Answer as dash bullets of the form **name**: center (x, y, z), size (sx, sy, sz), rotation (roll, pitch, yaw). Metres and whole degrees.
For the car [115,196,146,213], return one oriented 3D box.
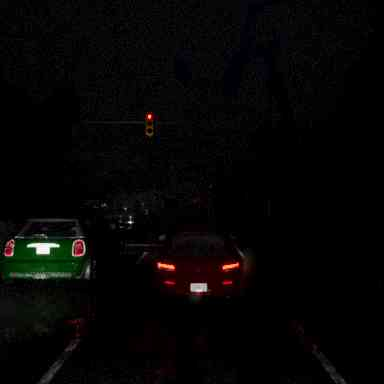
- **car**: center (-6.841, 1.487, 37.003), size (2.128, 1.511, 4.902), rotation (0, 0, 2)

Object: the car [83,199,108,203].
- **car**: center (-10.367, 1.473, 35.428), size (1.882, 1.535, 5.008), rotation (0, 0, 1)

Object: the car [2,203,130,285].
- **car**: center (-3.360, 1.351, 9.659), size (2.097, 1.767, 4.553), rotation (0, 0, 0)

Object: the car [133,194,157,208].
- **car**: center (-6.751, 1.485, 48.259), size (2.128, 1.511, 4.902), rotation (0, 0, 1)

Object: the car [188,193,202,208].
- **car**: center (0.443, 1.346, 48.716), size (2.097, 1.767, 4.553), rotation (0, 0, 0)

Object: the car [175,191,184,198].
- **car**: center (-2.927, 0.501, 76.557), size (2.128, 1.511, 4.902), rotation (0, 3, 0)

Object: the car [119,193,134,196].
- **car**: center (-10.220, 1.210, 51.461), size (2.150, 2.045, 5.566), rotation (0, 0, 1)

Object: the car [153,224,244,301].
- **car**: center (0.132, 1.525, 8.192), size (1.812, 1.442, 4.674), rotation (0, 0, 0)

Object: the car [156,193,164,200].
- **car**: center (-6.522, 0.967, 67.212), size (1.837, 1.490, 4.892), rotation (0, 3, 1)

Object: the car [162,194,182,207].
- **car**: center (-3.036, 1.465, 51.494), size (1.882, 1.535, 5.008), rotation (0, 0, 0)
